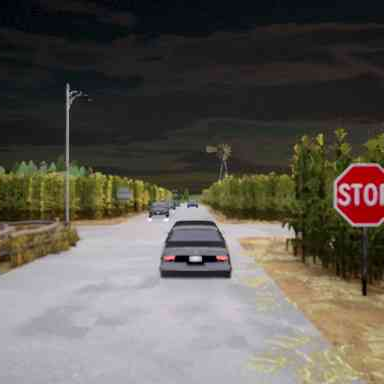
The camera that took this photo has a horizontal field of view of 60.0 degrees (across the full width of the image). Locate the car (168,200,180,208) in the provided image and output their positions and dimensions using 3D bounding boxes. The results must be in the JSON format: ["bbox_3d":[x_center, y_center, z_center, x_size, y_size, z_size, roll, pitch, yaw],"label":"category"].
[{"bbox_3d":[-3.159,2.050,58.984,1.994,1.385,4.181,0,-2,1],"label":"car"}]

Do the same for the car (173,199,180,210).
[{"bbox_3d":[-3.188,1.714,45.779,2.128,1.511,4.902,0,0,0],"label":"car"}]

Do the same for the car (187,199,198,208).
[{"bbox_3d":[0.104,2.030,58.914,2.033,1.411,5.357,0,-2,0],"label":"car"}]

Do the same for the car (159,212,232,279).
[{"bbox_3d":[0.089,1.554,10.009,2.033,1.411,5.357,0,0,0],"label":"car"}]

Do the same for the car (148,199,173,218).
[{"bbox_3d":[-3.153,1.681,32.783,1.837,1.490,4.892,0,-1,-1],"label":"car"}]
